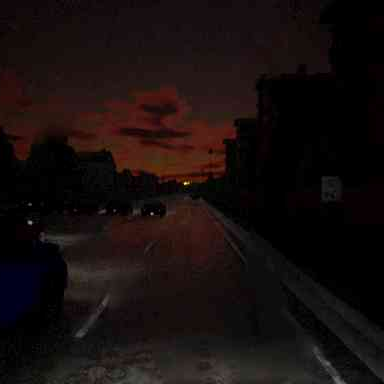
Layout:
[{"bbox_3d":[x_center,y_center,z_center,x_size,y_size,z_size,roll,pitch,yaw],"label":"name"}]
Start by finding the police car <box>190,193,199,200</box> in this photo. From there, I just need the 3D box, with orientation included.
[{"bbox_3d":[1.002,1.301,89.302,1.930,1.638,5.238,0,0,0],"label":"police car"}]

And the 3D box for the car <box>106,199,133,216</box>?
[{"bbox_3d":[-6.917,1.447,32.136,2.128,1.511,4.902,0,0,0],"label":"car"}]

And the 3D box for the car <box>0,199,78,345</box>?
[{"bbox_3d":[-3.405,1.216,3.872,2.150,2.045,5.566,0,0,0],"label":"car"}]

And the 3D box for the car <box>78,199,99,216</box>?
[{"bbox_3d":[-10.418,1.446,32.142,2.128,1.511,4.902,0,0,0],"label":"car"}]

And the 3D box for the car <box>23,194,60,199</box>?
[{"bbox_3d":[-13.917,1.178,31.249,2.150,2.045,5.566,0,0,0],"label":"car"}]

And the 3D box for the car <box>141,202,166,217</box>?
[{"bbox_3d":[-3.417,1.558,30.591,1.895,1.301,4.718,0,0,0],"label":"car"}]

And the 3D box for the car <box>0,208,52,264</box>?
[{"bbox_3d":[-6.906,1.461,11.623,1.882,1.535,5.008,0,0,0],"label":"car"}]
